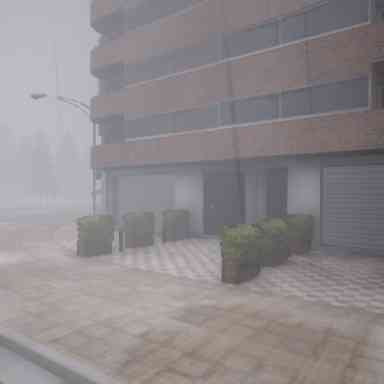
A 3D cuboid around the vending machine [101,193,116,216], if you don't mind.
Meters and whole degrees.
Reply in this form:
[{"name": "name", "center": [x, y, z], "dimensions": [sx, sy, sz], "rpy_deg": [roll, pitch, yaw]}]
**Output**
[{"name": "vending machine", "center": [-7.951, 1.194, 31.585], "dimensions": [1.100, 2.100, 0.880], "rpy_deg": [0, 0, 27]}]
